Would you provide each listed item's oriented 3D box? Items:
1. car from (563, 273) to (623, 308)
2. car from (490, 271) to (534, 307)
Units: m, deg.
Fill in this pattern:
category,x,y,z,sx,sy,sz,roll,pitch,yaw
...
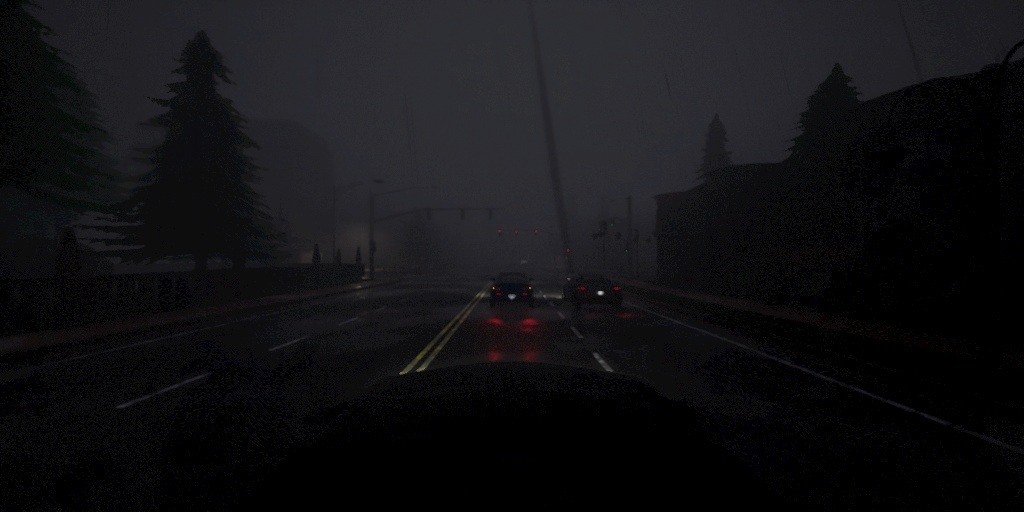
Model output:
category,x,y,z,sx,sy,sz,roll,pitch,yaw
car,3.502,1.449,16.167,1.994,1.385,4.181,0,0,0
car,0.003,1.410,16.224,1.812,1.442,4.674,0,0,0
